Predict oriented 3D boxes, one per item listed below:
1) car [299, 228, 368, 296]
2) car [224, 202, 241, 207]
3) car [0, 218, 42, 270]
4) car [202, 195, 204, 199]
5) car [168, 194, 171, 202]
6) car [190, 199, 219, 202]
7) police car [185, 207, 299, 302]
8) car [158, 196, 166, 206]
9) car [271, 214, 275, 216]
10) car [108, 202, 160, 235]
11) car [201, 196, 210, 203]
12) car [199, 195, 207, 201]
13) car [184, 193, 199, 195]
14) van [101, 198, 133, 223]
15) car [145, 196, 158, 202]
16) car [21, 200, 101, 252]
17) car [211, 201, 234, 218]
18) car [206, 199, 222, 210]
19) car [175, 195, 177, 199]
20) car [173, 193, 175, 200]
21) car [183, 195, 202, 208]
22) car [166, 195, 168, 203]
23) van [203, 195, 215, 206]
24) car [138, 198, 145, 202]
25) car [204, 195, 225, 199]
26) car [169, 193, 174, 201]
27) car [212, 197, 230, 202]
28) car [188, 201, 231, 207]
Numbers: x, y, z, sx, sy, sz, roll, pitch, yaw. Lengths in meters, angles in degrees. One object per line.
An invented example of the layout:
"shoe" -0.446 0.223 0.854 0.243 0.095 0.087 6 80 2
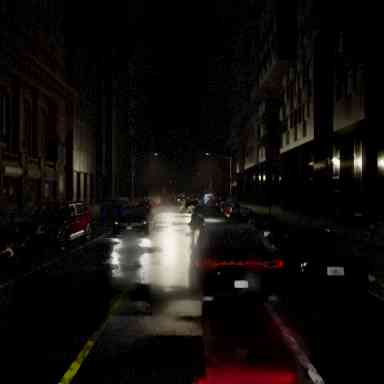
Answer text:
"car" 2.764 1.559 8.479 1.947 1.339 4.313 0 0 0
"car" 2.762 1.536 19.682 2.008 1.369 4.403 0 0 0
"car" -5.761 1.575 8.465 1.802 1.307 4.206 0 0 0
"car" 2.759 1.501 47.863 1.752 1.417 4.829 0 0 0
"car" -5.768 1.539 64.482 1.947 1.339 4.313 0 0 0
"car" 0.897 1.509 24.329 1.812 1.442 4.674 0 0 0
"police car" 0.858 1.419 8.436 1.930 1.638 5.238 0 0 0
"car" -5.766 1.415 53.279 1.967 1.590 4.097 0 0 0
"car" 2.763 1.555 14.081 1.947 1.339 4.313 0 0 0
"car" -3.089 1.512 18.634 1.812 1.442 4.674 0 0 0
"car" 2.757 1.555 70.101 1.802 1.307 4.206 0 0 0
"car" 2.755 1.518 86.908 1.887 1.381 4.507 0 0 0
"car" -0.008 1.195 65.227 2.150 2.045 5.566 0 0 0
"van" -5.763 1.324 25.270 1.690 1.788 3.998 0 0 0
"car" -5.765 1.418 42.076 1.967 1.590 4.097 0 0 0
"car" -5.761 1.304 14.067 2.192 1.841 5.009 0 0 0
"car" 2.761 1.562 30.887 1.802 1.307 4.206 0 0 0
"car" 2.760 1.559 42.091 1.802 1.307 4.206 0 0 0
"car" -5.770 1.518 86.889 1.887 1.381 4.507 0 0 0
"car" -5.769 1.498 81.117 1.752 1.417 4.829 0 0 0
"car" 0.026 1.481 46.206 1.837 1.490 4.892 0 0 0
"car" -5.767 1.556 58.880 1.802 1.307 4.206 0 0 0
"van" 2.759 1.316 53.295 1.690 1.788 3.998 0 0 0
"car" -5.764 1.506 30.701 1.752 1.417 4.829 0 0 0
"car" 2.761 1.294 36.489 2.192 1.841 5.009 0 0 0
"car" -5.769 1.524 75.685 2.008 1.369 4.403 0 0 0
"car" 2.762 1.423 25.285 1.967 1.590 4.097 0 0 0
"car" 0.838 1.492 18.330 1.837 1.490 4.892 0 0 0
